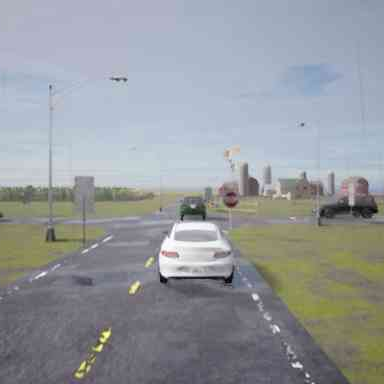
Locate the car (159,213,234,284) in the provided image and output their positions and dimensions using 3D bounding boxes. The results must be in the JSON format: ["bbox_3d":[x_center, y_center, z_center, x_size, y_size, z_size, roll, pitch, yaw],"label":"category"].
[{"bbox_3d":[0.100,1.557,9.594,1.812,1.442,4.674,0,0,0],"label":"car"}]

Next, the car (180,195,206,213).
[{"bbox_3d":[0.096,1.301,29.666,2.150,2.045,5.566,0,0,0],"label":"car"}]

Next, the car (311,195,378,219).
[{"bbox_3d":[13.659,1.295,29.794,5.566,2.045,2.150,0,0,-2],"label":"car"}]

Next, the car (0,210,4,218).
[{"bbox_3d":[-17.842,1.631,26.965,4.892,1.490,1.837,0,0,5],"label":"car"}]
